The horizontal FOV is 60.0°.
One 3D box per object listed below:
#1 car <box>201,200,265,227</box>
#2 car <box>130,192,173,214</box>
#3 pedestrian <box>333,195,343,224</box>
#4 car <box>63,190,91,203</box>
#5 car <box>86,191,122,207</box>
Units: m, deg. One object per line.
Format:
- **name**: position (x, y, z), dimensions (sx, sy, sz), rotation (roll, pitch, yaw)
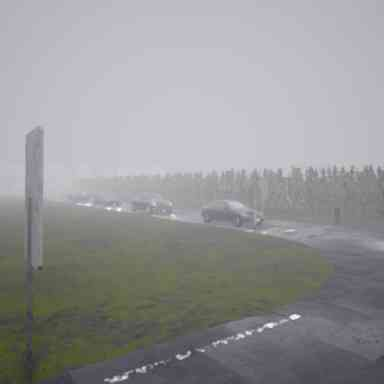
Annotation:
- **car**: position (2.364, 1.239, 20.434), dimensions (1.812, 1.442, 4.674), rotation (1, 1, -34)
- **car**: position (-3.540, 0.886, 28.690), dimensions (2.097, 1.767, 4.553), rotation (1, 1, -36)
- **pedestrian**: position (9.249, 1.107, 21.163), dimensions (0.375, 1.860, 0.375), rotation (2, -1, -36)
- **car**: position (-15.744, 0.768, 45.702), dimensions (1.895, 1.301, 4.718), rotation (1, 1, -35)
- **car**: position (-9.745, 0.894, 37.310), dimensions (2.033, 1.411, 5.357), rotation (1, 1, -36)
